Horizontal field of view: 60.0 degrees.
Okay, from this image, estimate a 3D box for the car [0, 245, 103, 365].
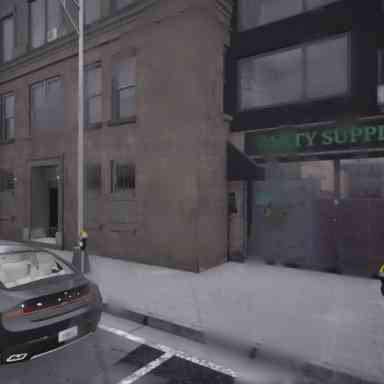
[{"bbox_3d":[-3.335,1.550,5.457,4.403,1.369,2.008,0,0,36],"label":"car"}]
